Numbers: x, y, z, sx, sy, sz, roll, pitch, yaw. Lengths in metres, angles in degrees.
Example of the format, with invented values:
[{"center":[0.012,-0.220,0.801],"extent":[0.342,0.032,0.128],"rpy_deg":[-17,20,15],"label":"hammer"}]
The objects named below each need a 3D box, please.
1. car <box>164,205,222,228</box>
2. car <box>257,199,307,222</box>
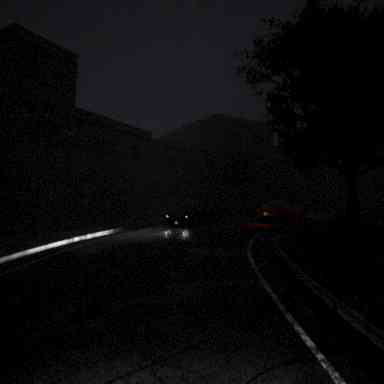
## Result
[{"center":[0.178,1.580,22.372],"extent":[1.895,1.301,4.718],"rpy_deg":[-1,0,32],"label":"car"},{"center":[6.785,1.284,24.782],"extent":[1.882,1.535,5.008],"rpy_deg":[-3,-1,44],"label":"car"}]
